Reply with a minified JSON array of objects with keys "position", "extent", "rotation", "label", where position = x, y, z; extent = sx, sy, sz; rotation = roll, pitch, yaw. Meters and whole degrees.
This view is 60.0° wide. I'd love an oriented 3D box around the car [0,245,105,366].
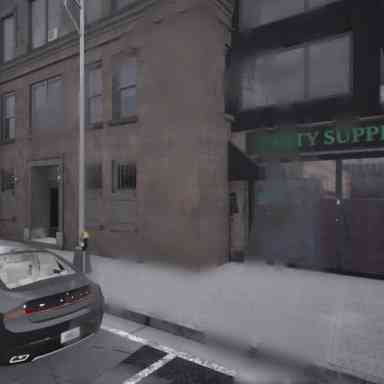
[{"position":[-3.296,1.551,5.428],"extent":[4.403,1.369,2.008],"rotation":[0,0,35],"label":"car"}]
